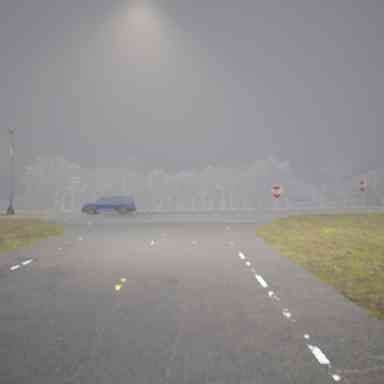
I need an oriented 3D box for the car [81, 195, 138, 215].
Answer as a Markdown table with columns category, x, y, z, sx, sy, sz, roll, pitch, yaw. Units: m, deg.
| category | x | y | z | sx | sy | sz | roll | pitch | yaw |
| --- | --- | --- | --- | --- | --- | --- | --- | --- | --- |
| car | -8.394 | 1.381 | 34.095 | 5.566 | 2.045 | 2.150 | 0 | -3 | 0 |
